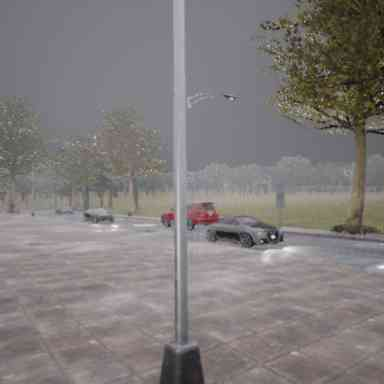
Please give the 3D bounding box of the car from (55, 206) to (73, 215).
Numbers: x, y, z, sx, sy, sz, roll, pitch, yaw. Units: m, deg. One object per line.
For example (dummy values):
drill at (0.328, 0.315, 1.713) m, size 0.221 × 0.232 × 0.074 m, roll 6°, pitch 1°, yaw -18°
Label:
car at (-21.426, 3.060, 55.504) m, size 2.033 × 1.411 × 5.357 m, roll -1°, pitch -1°, yaw -36°

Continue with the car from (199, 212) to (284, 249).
car at (2.548, 1.923, 16.803) m, size 1.994 × 1.385 × 4.181 m, roll -1°, pitch -1°, yaw -35°

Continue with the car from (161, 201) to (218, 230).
car at (-0.247, 1.768, 25.795) m, size 2.150 × 2.045 × 5.566 m, roll -1°, pitch -1°, yaw -36°

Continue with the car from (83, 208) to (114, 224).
car at (-9.511, 2.347, 33.730) m, size 1.882 × 1.535 × 5.008 m, roll -1°, pitch -1°, yaw -35°
